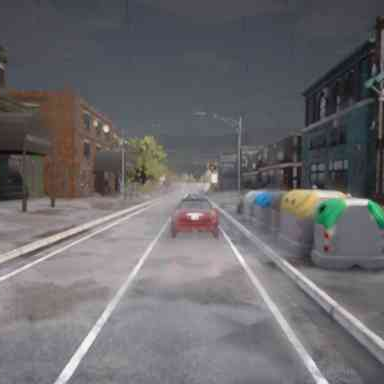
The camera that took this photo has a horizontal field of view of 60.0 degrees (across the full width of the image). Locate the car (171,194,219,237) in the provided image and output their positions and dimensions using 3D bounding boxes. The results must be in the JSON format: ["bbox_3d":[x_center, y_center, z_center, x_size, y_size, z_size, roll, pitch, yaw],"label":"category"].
[{"bbox_3d":[0.138,1.047,16.119,2.097,1.767,4.553,1,1,0],"label":"car"}]

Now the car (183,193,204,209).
[{"bbox_3d":[0.163,0.911,34.617,2.033,1.411,5.357,1,1,0],"label":"car"}]
